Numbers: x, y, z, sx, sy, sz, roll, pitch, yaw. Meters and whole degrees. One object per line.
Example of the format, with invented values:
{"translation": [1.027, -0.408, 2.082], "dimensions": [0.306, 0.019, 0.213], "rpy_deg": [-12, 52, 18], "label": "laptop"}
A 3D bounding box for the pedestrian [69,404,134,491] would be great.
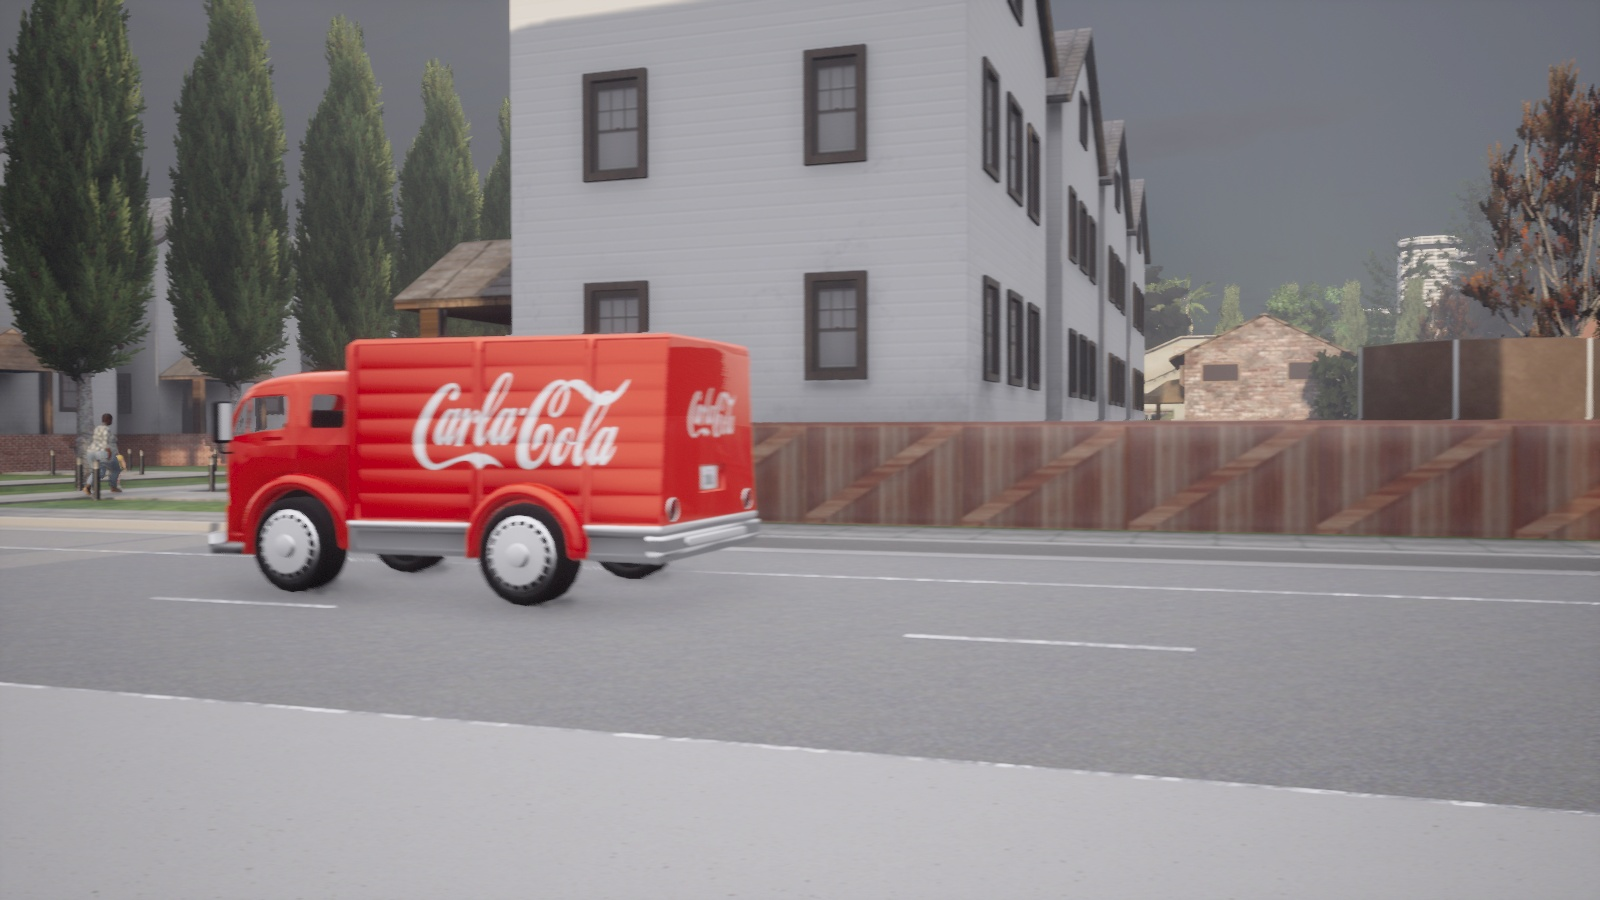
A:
{"translation": [-15.207, -0.063, 27.341], "dimensions": [0.874, 1.855, 0.900], "rpy_deg": [1, 1, 26], "label": "pedestrian"}

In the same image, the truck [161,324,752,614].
{"translation": [-3.391, 0.123, 12.767], "dimensions": [5.204, 2.467, 2.627], "rpy_deg": [1, 1, 19], "label": "truck"}
